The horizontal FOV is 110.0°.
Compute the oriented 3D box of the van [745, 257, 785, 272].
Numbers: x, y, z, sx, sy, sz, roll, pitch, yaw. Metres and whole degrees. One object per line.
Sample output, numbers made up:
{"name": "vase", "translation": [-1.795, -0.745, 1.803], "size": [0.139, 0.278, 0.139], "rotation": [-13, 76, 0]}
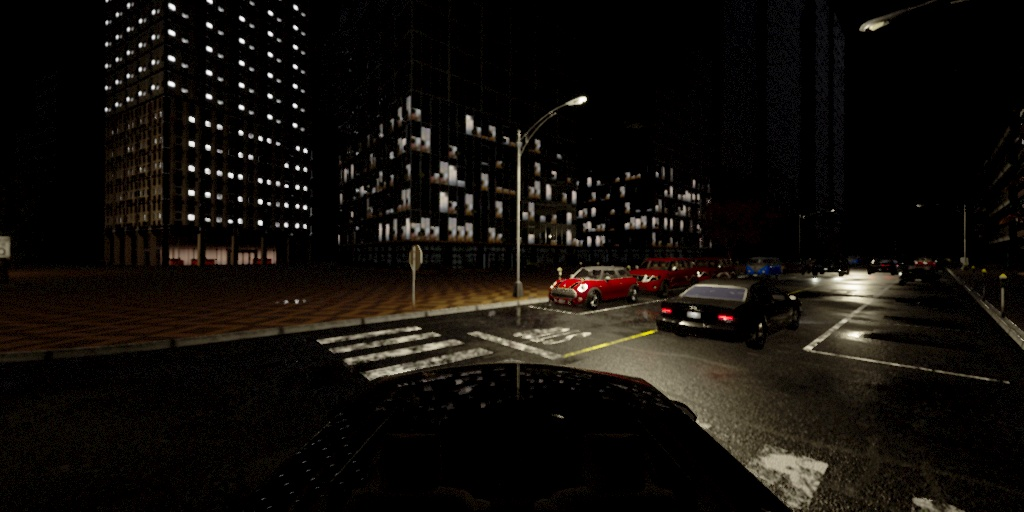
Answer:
{"name": "van", "translation": [20.513, 0.973, 29.238], "size": [3.998, 1.789, 1.690], "rotation": [0, 0, -41]}

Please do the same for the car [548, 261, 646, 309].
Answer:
{"name": "car", "translation": [3.342, 1.144, 14.565], "size": [4.097, 1.591, 1.967], "rotation": [0, 0, -41]}

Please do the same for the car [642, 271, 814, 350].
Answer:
{"name": "car", "translation": [5.684, 1.266, 9.080], "size": [5.357, 1.411, 2.033], "rotation": [0, 0, -41]}

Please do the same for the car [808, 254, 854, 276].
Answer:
{"name": "car", "translation": [30.471, 0.818, 34.209], "size": [5.566, 2.045, 2.150], "rotation": [0, 0, -41]}

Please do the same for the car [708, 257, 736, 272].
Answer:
{"name": "car", "translation": [11.928, 0.985, 21.902], "size": [5.009, 1.841, 2.192], "rotation": [0, 0, -41]}

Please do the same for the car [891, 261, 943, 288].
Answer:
{"name": "car", "translation": [25.972, 1.197, 22.880], "size": [4.403, 1.370, 2.007], "rotation": [0, 0, -41]}

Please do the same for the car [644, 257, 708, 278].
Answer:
{"name": "car", "translation": [7.635, 1.002, 18.233], "size": [5.009, 1.841, 2.192], "rotation": [0, 0, -41]}

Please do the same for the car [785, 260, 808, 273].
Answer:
{"name": "car", "translation": [29.098, 1.172, 36.576], "size": [4.207, 1.307, 1.802], "rotation": [0, 0, -41]}

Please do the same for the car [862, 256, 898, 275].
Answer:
{"name": "car", "translation": [36.211, 1.074, 35.049], "size": [4.902, 1.511, 2.128], "rotation": [0, 0, -40]}
